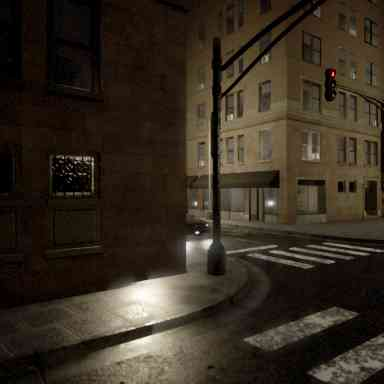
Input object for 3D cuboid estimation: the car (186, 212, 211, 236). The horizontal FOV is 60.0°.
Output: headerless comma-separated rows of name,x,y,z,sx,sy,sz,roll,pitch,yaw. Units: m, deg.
car,-1.297,1.515,17.758,2.033,1.411,5.357,0,0,-36
